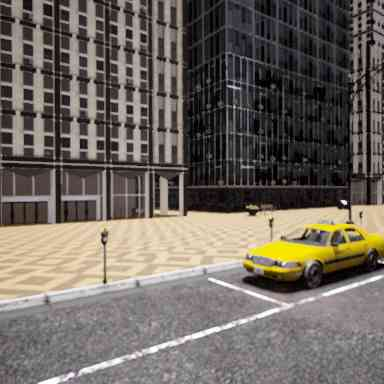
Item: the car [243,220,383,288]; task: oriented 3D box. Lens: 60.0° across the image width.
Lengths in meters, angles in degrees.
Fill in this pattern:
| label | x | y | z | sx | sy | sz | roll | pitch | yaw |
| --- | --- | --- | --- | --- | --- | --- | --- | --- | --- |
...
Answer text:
| label | x | y | z | sx | sy | sz | roll | pitch | yaw |
| --- | --- | --- | --- | --- | --- | --- | --- | --- | --- |
| car | 3.499 | 1.467 | 9.052 | 4.829 | 1.417 | 1.752 | -1 | 0 | -35 |
